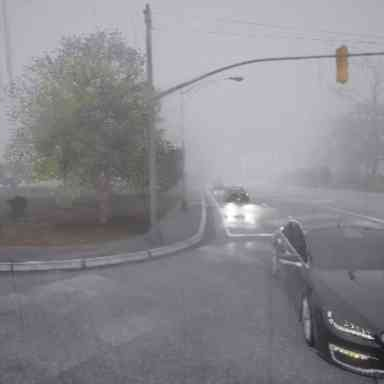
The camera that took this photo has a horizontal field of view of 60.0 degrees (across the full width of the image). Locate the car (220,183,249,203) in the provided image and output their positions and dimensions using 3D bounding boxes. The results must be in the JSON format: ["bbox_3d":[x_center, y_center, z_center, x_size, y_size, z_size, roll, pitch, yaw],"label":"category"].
[{"bbox_3d":[3.716,0.176,28.514,1.895,1.301,4.718,-1,3,1],"label":"car"}]

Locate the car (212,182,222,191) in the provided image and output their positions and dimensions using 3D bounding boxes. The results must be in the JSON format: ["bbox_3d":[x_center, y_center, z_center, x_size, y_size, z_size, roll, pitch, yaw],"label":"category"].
[{"bbox_3d":[4.144,-0.950,52.964,2.033,1.411,5.357,-1,2,1],"label":"car"}]

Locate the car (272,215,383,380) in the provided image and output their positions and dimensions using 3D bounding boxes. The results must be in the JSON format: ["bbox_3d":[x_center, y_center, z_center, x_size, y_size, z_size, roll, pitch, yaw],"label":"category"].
[{"bbox_3d":[2.520,1.243,5.657,1.837,1.490,4.892,-1,3,6],"label":"car"}]
